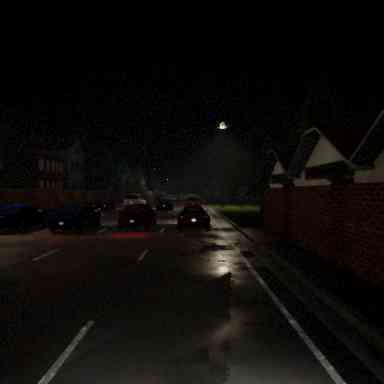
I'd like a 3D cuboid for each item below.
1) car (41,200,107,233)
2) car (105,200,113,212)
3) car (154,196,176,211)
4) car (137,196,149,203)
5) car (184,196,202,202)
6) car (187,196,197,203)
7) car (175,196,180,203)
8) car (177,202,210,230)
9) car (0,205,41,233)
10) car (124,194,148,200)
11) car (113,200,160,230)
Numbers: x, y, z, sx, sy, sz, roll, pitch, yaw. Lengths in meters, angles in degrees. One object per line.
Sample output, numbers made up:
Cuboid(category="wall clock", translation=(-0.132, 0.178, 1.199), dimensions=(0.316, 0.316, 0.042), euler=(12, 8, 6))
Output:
Cuboid(category="car", translation=(-6.899, 1.496, 20.020), dimensions=(1.882, 1.535, 5.008), euler=(0, 0, 0))
Cuboid(category="car", translation=(-10.398, 1.637, 39.537), dimensions=(1.895, 1.301, 4.718), euler=(0, 0, 0))
Cuboid(category="car", translation=(-3.398, 1.602, 41.814), dimensions=(1.994, 1.385, 4.181), euler=(0, 0, 0))
Cuboid(category="car", translation=(-10.496, 1.565, 71.272), dimensions=(1.837, 1.490, 4.892), euler=(0, 0, 1))
Cuboid(category="car", translation=(0.101, 1.389, 40.694), dimensions=(2.097, 1.767, 4.553), euler=(0, 0, 0))
Cuboid(category="car", translation=(0.004, 1.605, 71.271), dimensions=(2.033, 1.411, 5.357), euler=(0, 0, 1))
Cuboid(category="car", translation=(-3.496, 1.589, 70.021), dimensions=(2.128, 1.511, 4.902), euler=(0, 0, 0))
Cuboid(category="car", translation=(0.101, 1.583, 21.082), dimensions=(1.994, 1.385, 4.181), euler=(0, 0, 0))
Cuboid(category="car", translation=(-10.399, 1.496, 20.030), dimensions=(1.882, 1.535, 5.008), euler=(0, 0, 0))
Cuboid(category="car", translation=(-6.898, 1.258, 40.397), dimensions=(2.150, 2.045, 5.566), euler=(0, 0, 0))
Cuboid(category="car", translation=(-3.399, 1.497, 21.310), dimensions=(1.882, 1.535, 5.008), euler=(0, 0, 0))
